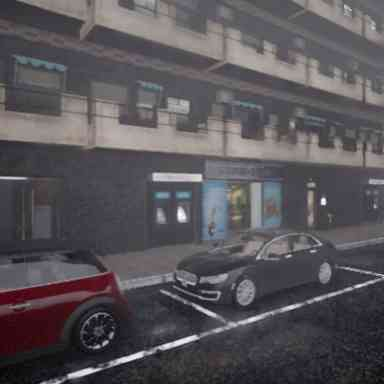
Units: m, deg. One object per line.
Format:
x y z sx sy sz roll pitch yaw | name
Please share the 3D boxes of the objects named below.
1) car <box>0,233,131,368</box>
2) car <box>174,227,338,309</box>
-3.002 1.440 4.424 4.097 1.590 1.967 0 0 -35 | car
1.638 1.548 7.730 4.403 1.369 2.008 0 0 -35 | car
